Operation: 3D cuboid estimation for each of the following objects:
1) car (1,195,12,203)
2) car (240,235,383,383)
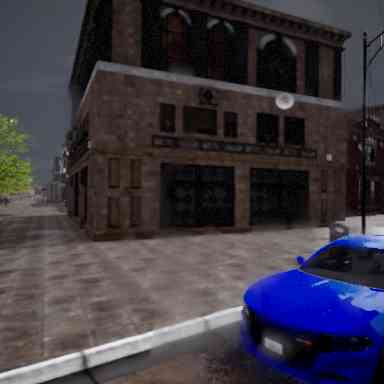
[{"bbox_3d":[-43.771,1.552,78.370,2.192,1.841,5.009,1,-1,-24],"label":"car"},{"bbox_3d":[2.941,1.478,5.265,5.008,1.535,1.882,0,0,-36],"label":"car"}]
